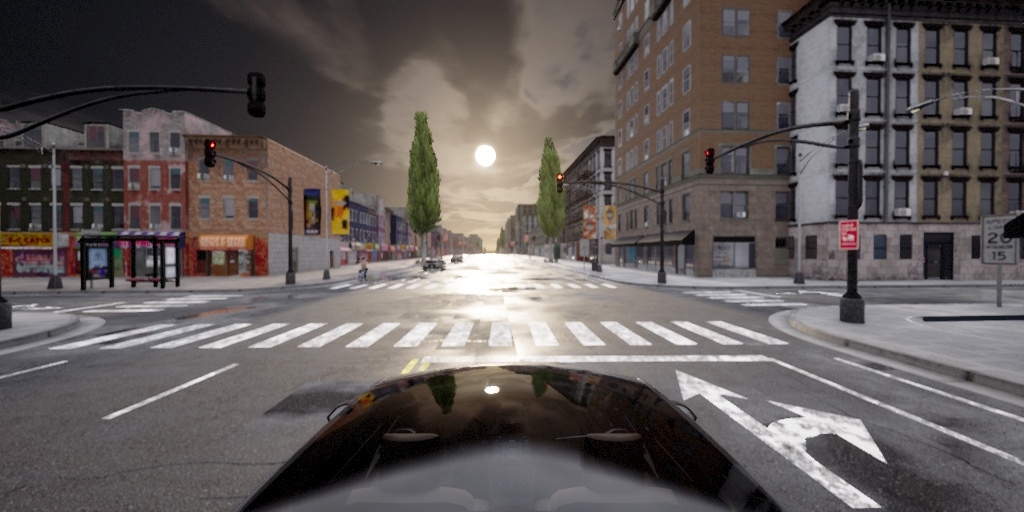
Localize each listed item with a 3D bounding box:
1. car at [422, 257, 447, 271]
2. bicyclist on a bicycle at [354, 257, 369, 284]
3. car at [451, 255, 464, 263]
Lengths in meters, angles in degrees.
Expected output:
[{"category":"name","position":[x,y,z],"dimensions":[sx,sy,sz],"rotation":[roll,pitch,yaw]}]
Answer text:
[{"category":"car","position":[-7.927,0.816,37.030],"dimensions":[1.994,1.385,4.181],"rotation":[0,1,-3]},{"category":"bicyclist on a bicycle","position":[-9.272,0.890,22.301],"dimensions":[0.866,1.612,1.509],"rotation":[0,1,-2]},{"category":"car","position":[-9.313,0.472,61.332],"dimensions":[2.033,1.411,5.357],"rotation":[0,1,-3]}]
